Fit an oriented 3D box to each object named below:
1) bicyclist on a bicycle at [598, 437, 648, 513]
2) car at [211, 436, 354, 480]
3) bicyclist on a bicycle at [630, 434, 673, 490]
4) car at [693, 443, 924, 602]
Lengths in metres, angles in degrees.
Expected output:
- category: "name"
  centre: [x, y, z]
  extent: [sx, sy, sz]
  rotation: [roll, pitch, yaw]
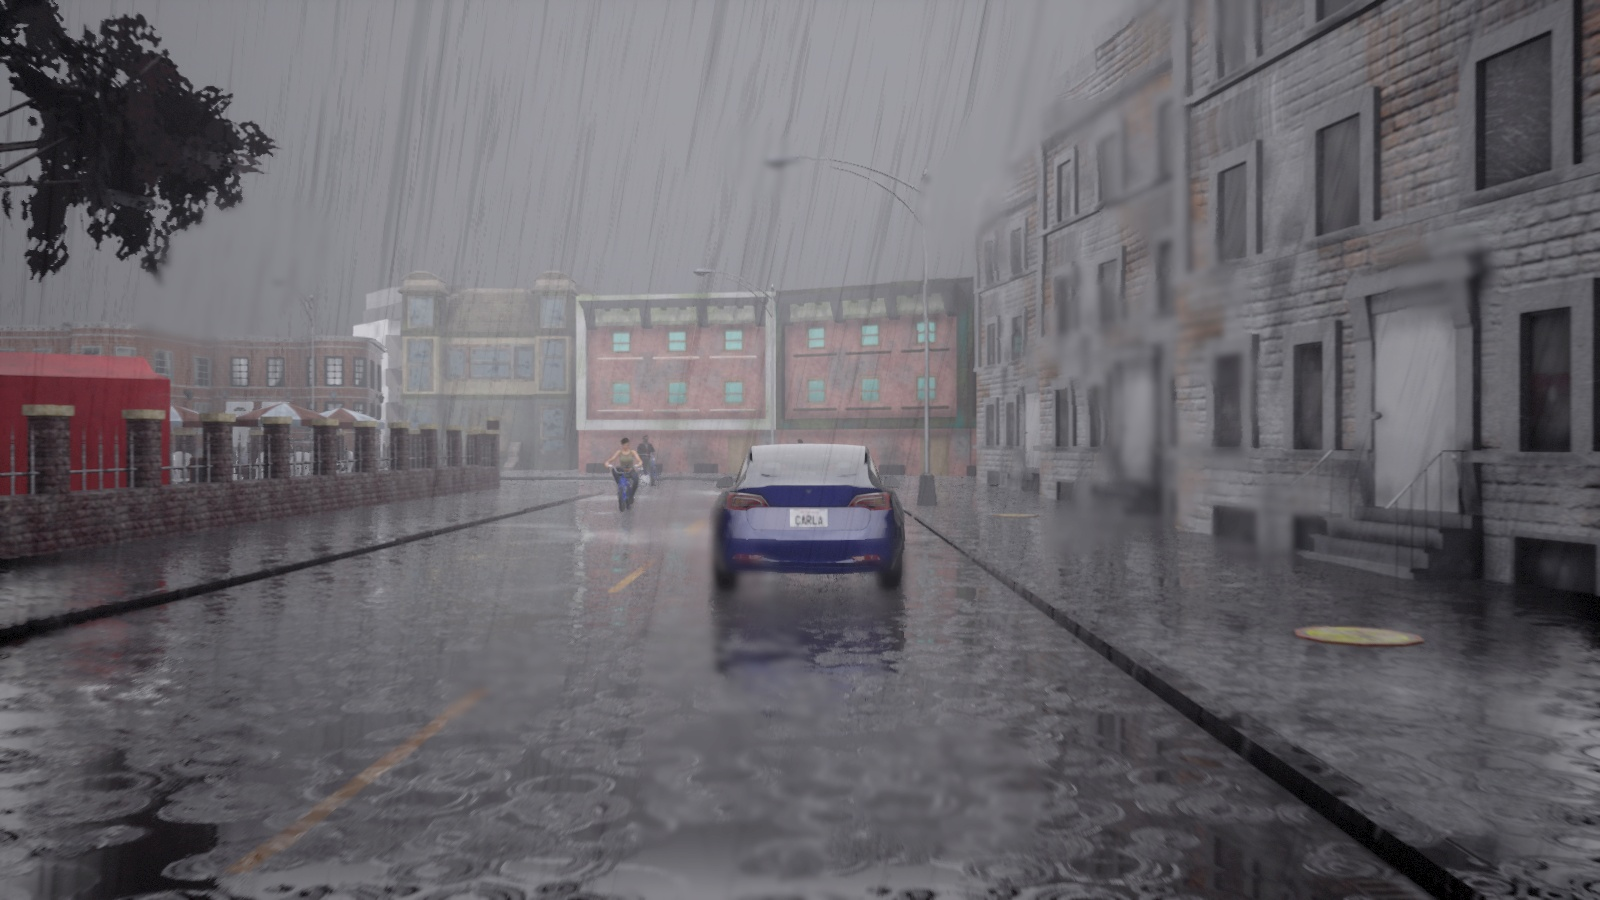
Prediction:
- category: "bicyclist on a bicycle"
  centre: [-3.832, 0.526, 27.330]
  extent: [0.866, 1.612, 1.509]
  rotation: [0, 0, 1]
- category: "car"
  centre: [-20.103, 0.299, 48.939]
  extent: [4.611, 1.667, 2.242]
  rotation: [0, 0, 0]
- category: "bicyclist on a bicycle"
  centre: [-4.861, 0.384, 40.959]
  extent: [0.659, 1.776, 1.843]
  rotation: [-3, 2, -29]
- category: "car"
  centre: [0.095, 0.667, 14.161]
  extent: [2.163, 1.488, 4.792]
  rotation: [0, 0, 0]
